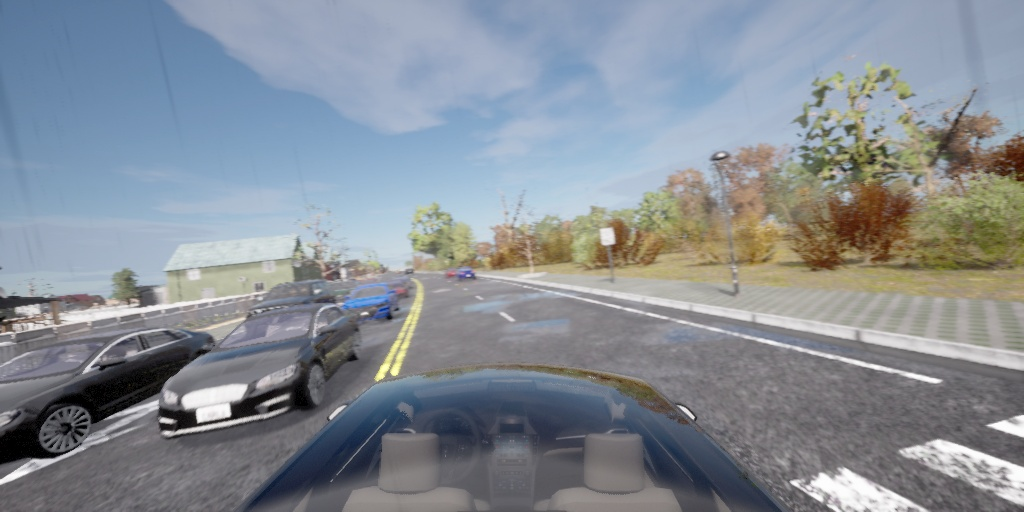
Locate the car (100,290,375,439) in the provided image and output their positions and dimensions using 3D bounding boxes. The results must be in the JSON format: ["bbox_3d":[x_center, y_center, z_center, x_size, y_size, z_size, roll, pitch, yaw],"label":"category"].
[{"bbox_3d":[-4.279,1.777,6.919,2.128,1.511,4.902,-7,0,-12],"label":"car"}]

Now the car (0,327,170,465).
[{"bbox_3d":[-7.463,2.177,6.333,2.128,1.511,4.902,-7,0,-11],"label":"car"}]

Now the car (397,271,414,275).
[{"bbox_3d":[-11.009,2.689,36.080,2.033,1.411,5.357,-7,0,-14],"label":"car"}]

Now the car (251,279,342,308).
[{"bbox_3d":[-9.529,2.168,15.971,2.150,2.045,5.566,-7,0,-13],"label":"car"}]

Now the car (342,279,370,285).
[{"bbox_3d":[-11.714,2.576,25.416,2.097,1.767,4.553,-7,0,-14],"label":"car"}]

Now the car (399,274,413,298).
[{"bbox_3d":[-8.475,2.386,25.853,1.994,1.385,4.181,-7,0,-14],"label":"car"}]

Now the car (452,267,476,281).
[{"bbox_3d":[-5.145,1.939,39.502,1.812,1.442,4.674,-7,0,-15],"label":"car"}]

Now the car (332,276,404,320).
[{"bbox_3d":[-6.250,2.015,16.212,1.882,1.535,5.008,-7,0,-13],"label":"car"}]

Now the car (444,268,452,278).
[{"bbox_3d":[-8.696,2.423,52.039,1.994,1.385,4.181,-7,0,-16],"label":"car"}]
